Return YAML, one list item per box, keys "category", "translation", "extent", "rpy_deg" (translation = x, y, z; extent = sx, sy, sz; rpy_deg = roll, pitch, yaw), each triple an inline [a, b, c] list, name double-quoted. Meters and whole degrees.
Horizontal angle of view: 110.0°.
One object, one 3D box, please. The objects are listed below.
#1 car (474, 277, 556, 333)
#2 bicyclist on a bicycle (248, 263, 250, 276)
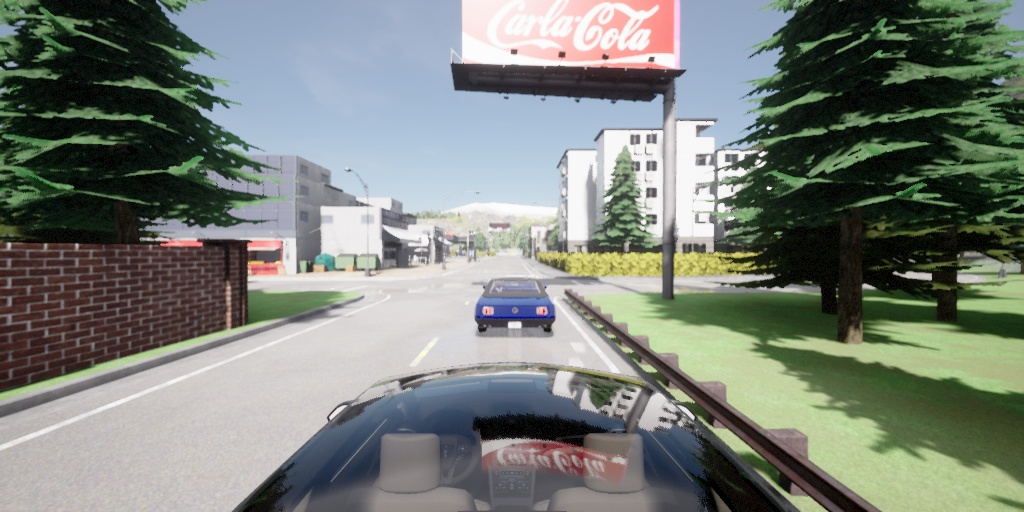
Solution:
- category: "car"
  translation: [0.081, 1.237, 10.305]
  extent: [1.895, 1.301, 4.718]
  rpy_deg: [0, 1, 0]
- category: "bicyclist on a bicycle"
  translation: [-21.806, 0.867, 28.996]
  extent: [0.582, 1.620, 1.656]
  rpy_deg: [0, 1, 1]
